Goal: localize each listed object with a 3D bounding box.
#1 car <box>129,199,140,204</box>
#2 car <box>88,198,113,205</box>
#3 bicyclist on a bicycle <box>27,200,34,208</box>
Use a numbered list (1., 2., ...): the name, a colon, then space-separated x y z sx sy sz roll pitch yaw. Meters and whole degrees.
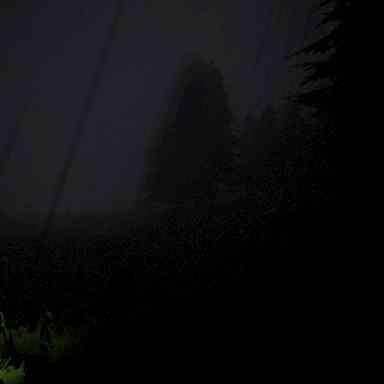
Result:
1. car: -7.832 1.721 51.816 1.812 1.442 4.674 -1 0 36
2. car: -14.615 1.711 53.467 1.816 1.474 4.193 6 3 33
3. bicyclist on a bicycle: -16.448 1.671 33.734 1.656 1.620 0.582 3 1 36
